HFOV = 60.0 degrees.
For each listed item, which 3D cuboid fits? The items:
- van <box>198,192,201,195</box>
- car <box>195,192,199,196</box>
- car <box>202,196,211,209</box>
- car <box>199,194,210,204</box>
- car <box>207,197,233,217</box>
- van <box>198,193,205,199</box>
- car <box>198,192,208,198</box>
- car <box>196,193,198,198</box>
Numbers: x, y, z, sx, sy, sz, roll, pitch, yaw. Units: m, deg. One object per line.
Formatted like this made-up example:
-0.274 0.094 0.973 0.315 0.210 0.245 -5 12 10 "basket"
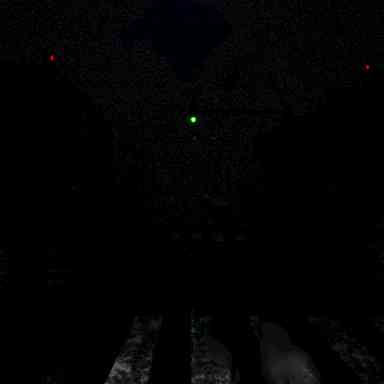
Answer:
2.558 1.152 62.774 1.690 1.788 3.998 -1 0 0 "van"
2.542 1.078 79.371 2.192 1.841 5.009 -1 0 0 "car"
2.584 1.458 40.645 1.802 1.307 4.206 -1 0 0 "car"
2.573 1.388 51.709 1.887 1.381 4.507 -1 0 0 "car"
2.594 1.453 29.579 1.887 1.381 4.507 -1 0 0 "car"
2.532 1.072 90.436 1.690 1.788 3.998 -1 0 0 "van"
2.566 1.267 57.242 1.967 1.590 4.097 -1 0 0 "car"
2.552 1.329 73.840 2.008 1.369 4.403 -1 0 0 "car"
